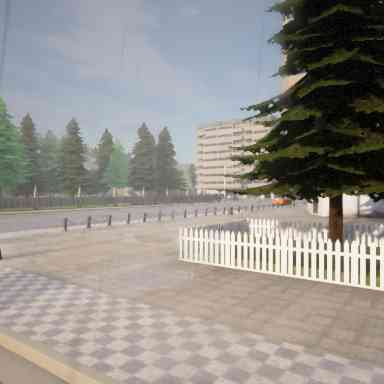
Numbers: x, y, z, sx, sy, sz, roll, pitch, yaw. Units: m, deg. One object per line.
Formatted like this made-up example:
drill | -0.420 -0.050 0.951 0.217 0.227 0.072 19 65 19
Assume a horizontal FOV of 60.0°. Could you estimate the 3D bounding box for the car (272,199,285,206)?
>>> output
car | 15.370 1.352 56.721 2.097 1.767 4.553 0 0 36
